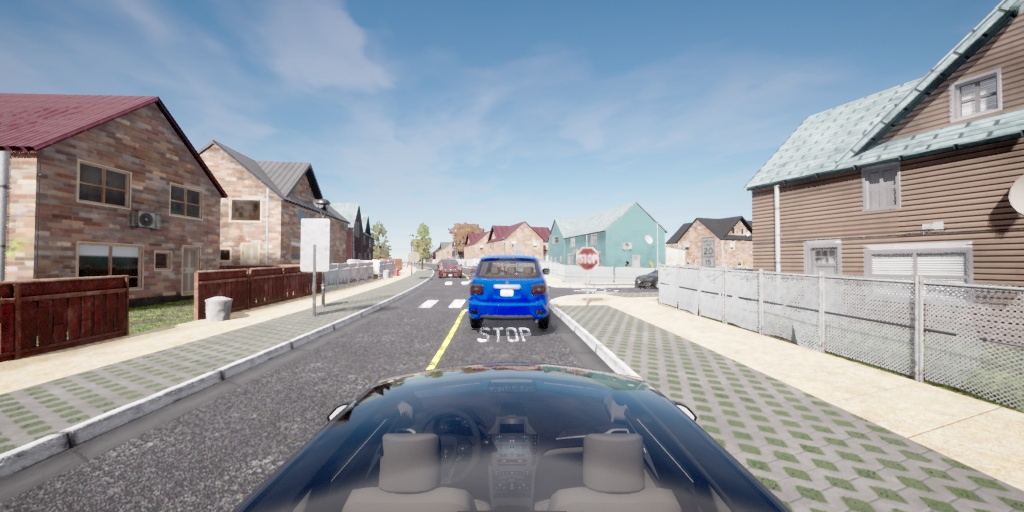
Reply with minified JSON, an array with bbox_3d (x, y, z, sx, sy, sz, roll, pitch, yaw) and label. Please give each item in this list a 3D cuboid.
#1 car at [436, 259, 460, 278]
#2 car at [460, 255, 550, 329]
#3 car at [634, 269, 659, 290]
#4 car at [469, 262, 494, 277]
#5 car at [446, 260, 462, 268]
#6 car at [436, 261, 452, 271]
[{"bbox_3d":[-5.841,1.123,33.915,2.097,1.767,4.553,0,0,-10],"label":"car"},{"bbox_3d":[0.022,0.980,11.408,2.150,2.045,5.566,0,0,3],"label":"car"},{"bbox_3d":[11.035,1.577,25.468,4.892,1.490,1.837,1,-1,-19],"label":"car"},{"bbox_3d":[-3.129,1.349,36.192,1.994,1.385,4.181,0,0,-11],"label":"car"},{"bbox_3d":[-10.388,1.450,63.902,1.895,1.301,4.718,0,0,-19],"label":"car"},{"bbox_3d":[-10.091,1.407,52.955,1.895,1.301,4.718,0,0,-15],"label":"car"}]
